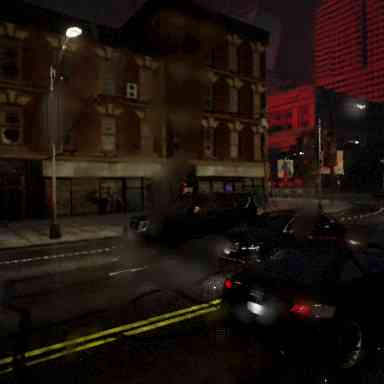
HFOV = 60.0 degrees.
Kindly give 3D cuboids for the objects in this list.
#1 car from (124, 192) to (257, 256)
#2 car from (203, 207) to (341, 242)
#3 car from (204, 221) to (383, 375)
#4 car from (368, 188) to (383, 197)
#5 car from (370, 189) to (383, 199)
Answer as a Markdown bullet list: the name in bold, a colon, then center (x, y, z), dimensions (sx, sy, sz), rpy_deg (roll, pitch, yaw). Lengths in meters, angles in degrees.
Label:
- **car**: center (0.216, 1.053, 12.747), dimensions (5.566, 2.045, 2.150), rpy_deg (-2, 1, -36)
- **car**: center (2.914, 1.318, 10.404), dimensions (4.892, 1.490, 1.837), rpy_deg (-2, 1, -36)
- **car**: center (2.471, 1.449, 5.511), dimensions (4.181, 1.385, 1.994), rpy_deg (-2, 1, -36)
- **car**: center (34.571, 0.103, 60.180), dimensions (2.002, 1.452, 4.674), rpy_deg (-1, 1, -16)
- **car**: center (26.435, 0.289, 45.035), dimensions (1.994, 1.385, 4.181), rpy_deg (-1, 1, 1)
